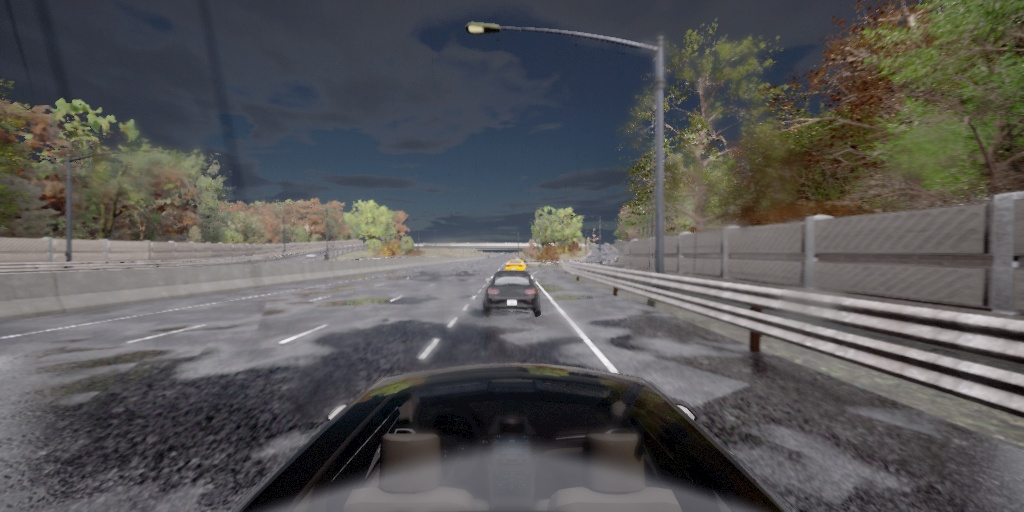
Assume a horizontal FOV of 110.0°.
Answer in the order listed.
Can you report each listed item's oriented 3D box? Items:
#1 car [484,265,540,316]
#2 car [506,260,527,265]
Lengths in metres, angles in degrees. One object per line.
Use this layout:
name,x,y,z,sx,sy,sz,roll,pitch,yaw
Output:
car,0.001,1.230,13.093,1.812,1.442,4.674,0,0,0
car,0.455,1.092,35.706,1.882,1.535,5.008,0,0,5
